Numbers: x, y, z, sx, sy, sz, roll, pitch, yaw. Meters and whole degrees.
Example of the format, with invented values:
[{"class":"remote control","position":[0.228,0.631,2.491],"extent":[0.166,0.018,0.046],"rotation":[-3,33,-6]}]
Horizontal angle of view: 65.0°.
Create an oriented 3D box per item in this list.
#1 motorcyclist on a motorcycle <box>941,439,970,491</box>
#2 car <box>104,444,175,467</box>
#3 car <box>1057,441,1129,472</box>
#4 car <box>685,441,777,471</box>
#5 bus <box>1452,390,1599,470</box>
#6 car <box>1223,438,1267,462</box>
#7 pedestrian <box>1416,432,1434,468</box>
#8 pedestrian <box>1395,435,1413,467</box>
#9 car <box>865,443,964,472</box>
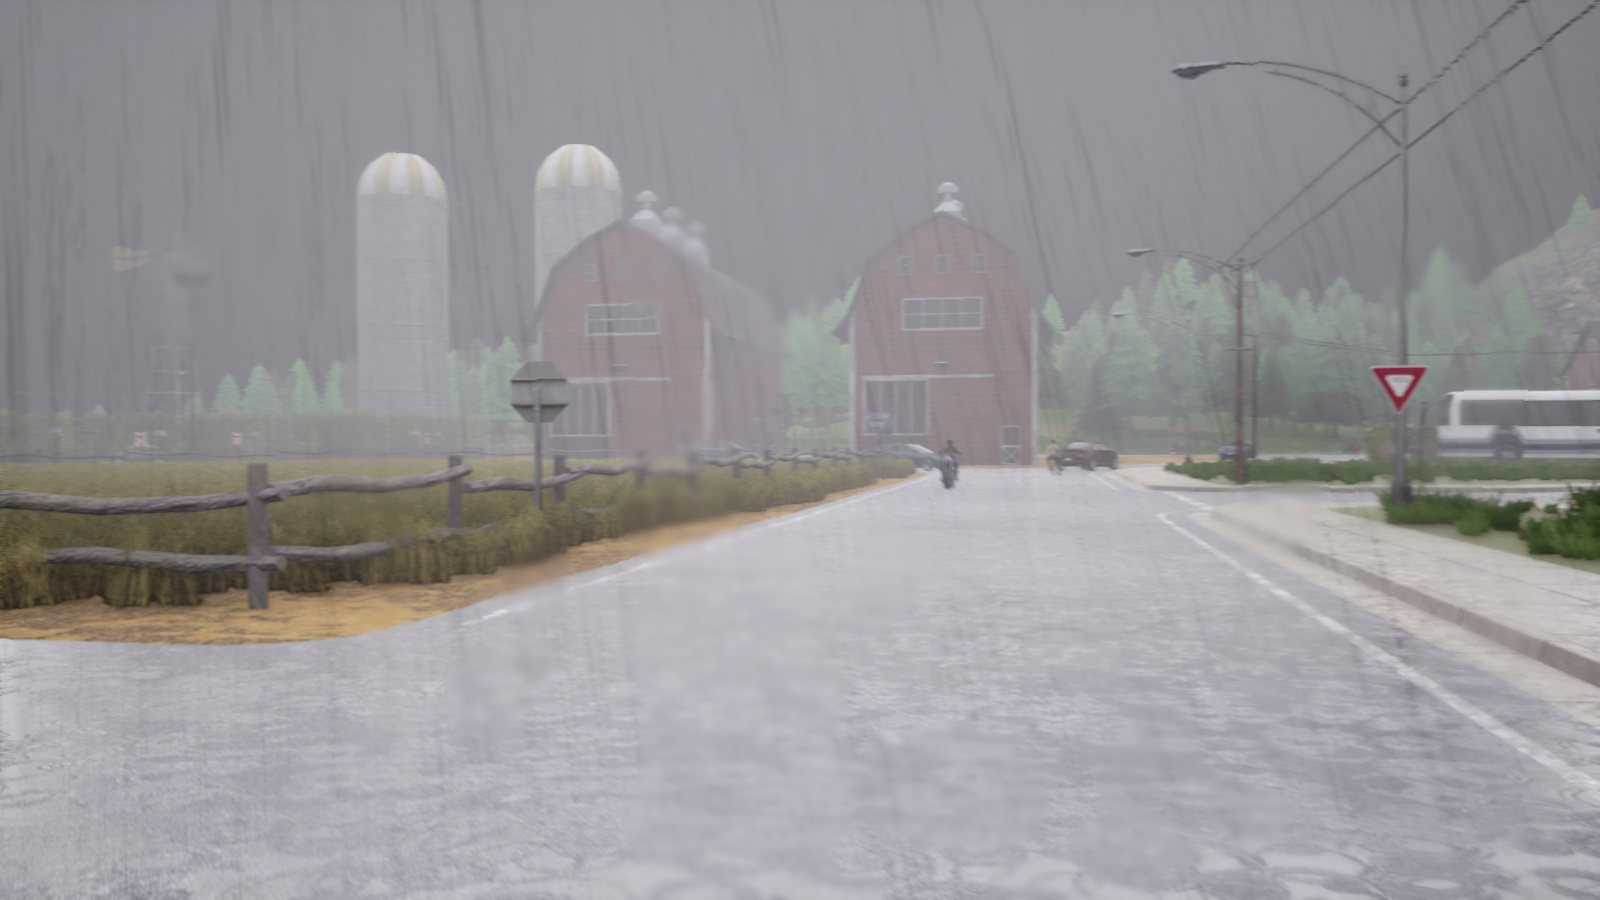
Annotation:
[{"class":"motorcyclist on a motorcycle","position":[5.073,0.468,40.869],"extent":[0.766,1.649,2.350],"rotation":[0,1,11]},{"class":"car","position":[-43.671,0.332,83.048],"extent":[3.806,1.475,1.970],"rotation":[0,0,-38]},{"class":"car","position":[15.291,0.323,65.330],"extent":[1.882,1.535,5.008],"rotation":[0,1,36]},{"class":"car","position":[-3.820,0.304,69.999],"extent":[4.856,1.649,2.033],"rotation":[0,0,8]},{"class":"bus","position":[41.979,-1.069,69.025],"extent":[10.273,4.253,3.944],"rotation":[0,0,16]},{"class":"car","position":[30.905,0.005,87.177],"extent":[1.851,1.617,3.988],"rotation":[0,1,35]},{"class":"pedestrian","position":[32.355,-0.001,65.038],"extent":[0.694,1.848,0.540],"rotation":[0,0,-33]},{"class":"pedestrian","position":[36.700,0.061,76.333],"extent":[0.873,1.952,0.659],"rotation":[0,0,15]},{"class":"car","position":[6.066,0.375,66.766],"extent":[4.792,1.488,2.163],"rotation":[0,0,32]}]
